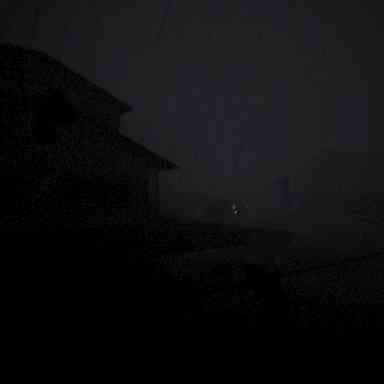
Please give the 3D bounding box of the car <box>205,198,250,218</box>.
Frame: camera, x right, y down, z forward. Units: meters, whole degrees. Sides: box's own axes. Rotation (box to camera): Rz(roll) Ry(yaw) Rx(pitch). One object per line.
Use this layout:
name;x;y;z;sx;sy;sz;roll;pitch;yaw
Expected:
car;3.175;1.328;30.456;2.097;1.767;4.553;0;0;-36
